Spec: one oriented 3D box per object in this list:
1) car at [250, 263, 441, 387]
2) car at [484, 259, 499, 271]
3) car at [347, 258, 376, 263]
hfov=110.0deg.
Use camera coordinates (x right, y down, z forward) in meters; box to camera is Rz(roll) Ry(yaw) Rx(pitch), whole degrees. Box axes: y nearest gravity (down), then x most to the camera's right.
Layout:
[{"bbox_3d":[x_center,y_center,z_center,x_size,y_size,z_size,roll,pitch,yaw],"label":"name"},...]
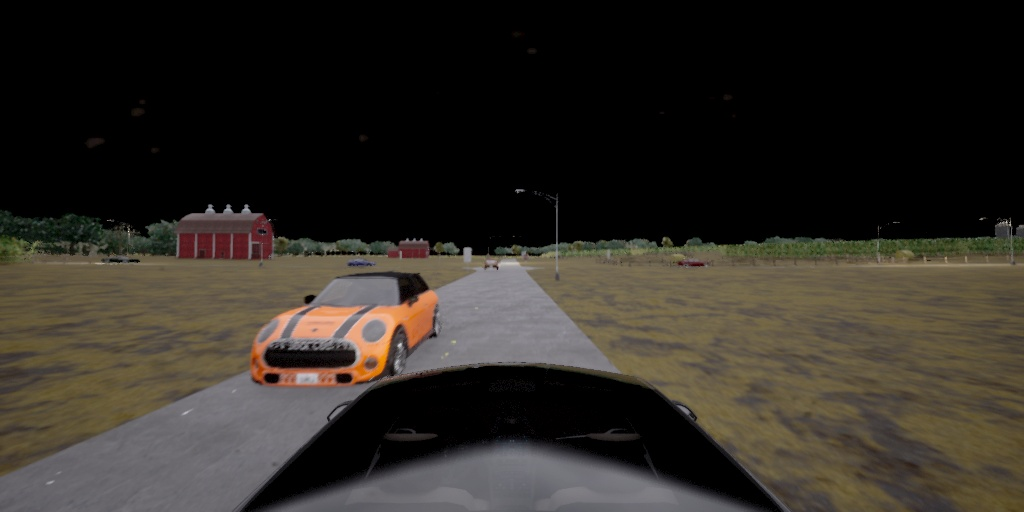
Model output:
[{"bbox_3d":[-2.851,1.120,7.236,2.097,1.767,4.553,0,0,0],"label":"car"},{"bbox_3d":[-2.767,1.111,48.819,1.882,1.535,5.008,0,0,0],"label":"car"},{"bbox_3d":[-24.868,1.117,59.365,4.674,1.442,1.812,1,-1,0],"label":"car"}]
